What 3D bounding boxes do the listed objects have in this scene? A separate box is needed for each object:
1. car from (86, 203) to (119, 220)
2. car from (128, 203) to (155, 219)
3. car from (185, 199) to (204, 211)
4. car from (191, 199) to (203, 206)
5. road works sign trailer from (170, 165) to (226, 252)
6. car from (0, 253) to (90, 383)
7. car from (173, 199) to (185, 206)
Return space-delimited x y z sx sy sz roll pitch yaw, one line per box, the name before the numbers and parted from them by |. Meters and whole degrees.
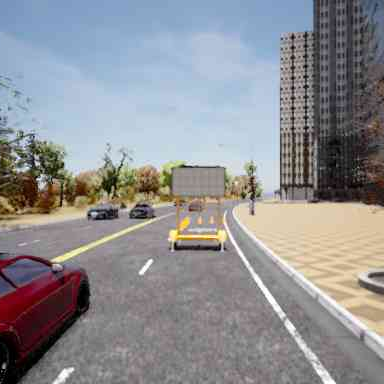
car | -8.383 1.829 31.594 2.128 1.511 4.902 0 -1 5
car | -4.958 1.863 33.352 1.837 1.490 4.892 0 -1 5
car | 0.636 2.118 51.271 1.994 1.385 4.181 0 -1 8
car | 1.071 2.328 73.523 1.994 1.385 4.181 0 -1 11
road works sign trailer | 0.302 0.625 14.760 2.380 3.560 2.880 0 -1 3
car | -3.069 1.619 5.075 1.994 1.385 4.181 0 -1 1
car | -2.638 2.242 71.563 1.882 1.535 5.008 0 -1 11
